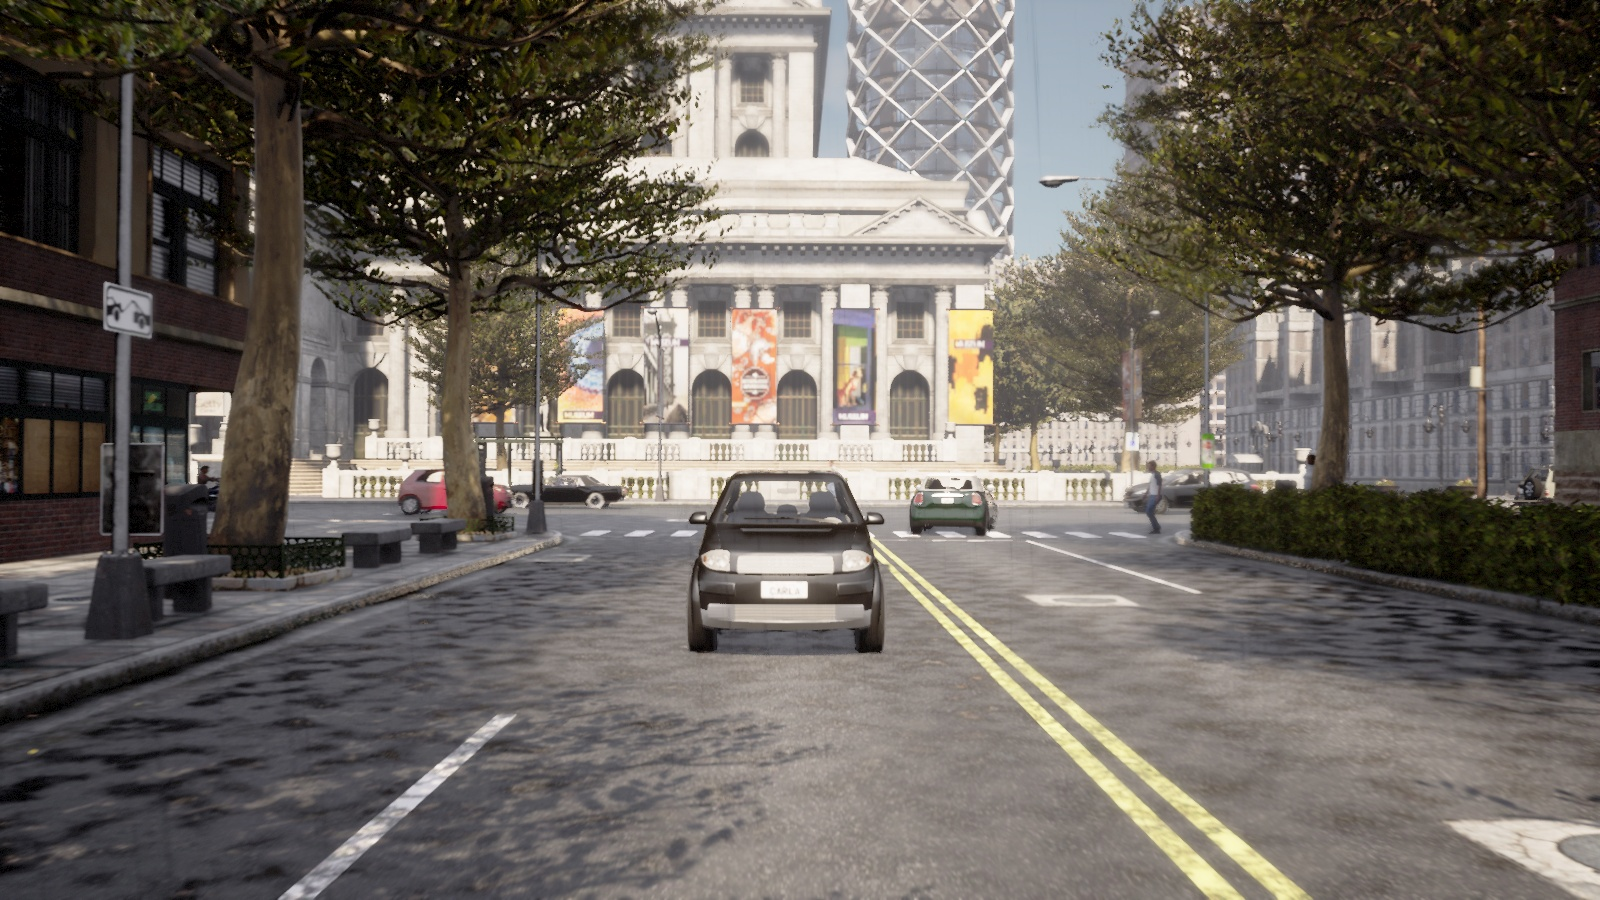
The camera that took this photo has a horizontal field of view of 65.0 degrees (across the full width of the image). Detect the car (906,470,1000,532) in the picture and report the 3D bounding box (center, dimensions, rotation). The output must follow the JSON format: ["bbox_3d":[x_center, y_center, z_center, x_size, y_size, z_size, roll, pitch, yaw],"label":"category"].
[{"bbox_3d":[3.920,1.243,31.741,1.970,1.475,3.806,0,-1,13],"label":"car"}]

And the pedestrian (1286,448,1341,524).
[{"bbox_3d":[12.755,0.891,31.221,0.900,1.855,0.874,0,-1,-14],"label":"pedestrian"}]

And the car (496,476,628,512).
[{"bbox_3d":[-9.131,1.683,48.469,4.718,1.301,1.895,0,-1,0],"label":"car"}]

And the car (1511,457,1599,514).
[{"bbox_3d":[26.354,1.153,41.509,4.605,1.855,1.932,0,-1,1],"label":"car"}]

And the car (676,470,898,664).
[{"bbox_3d":[-0.118,0.973,11.989,1.789,1.549,3.705,0,-1,0],"label":"car"}]

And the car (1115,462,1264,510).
[{"bbox_3d":[13.902,1.283,45.027,4.611,1.667,2.242,0,-1,0],"label":"car"}]

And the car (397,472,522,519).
[{"bbox_3d":[-11.187,1.498,41.467,3.633,1.501,1.845,0,-1,0],"label":"car"}]

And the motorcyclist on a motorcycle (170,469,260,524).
[{"bbox_3d":[-17.661,1.407,37.953,2.350,1.649,0.766,0,-1,0],"label":"motorcyclist on a motorcycle"}]

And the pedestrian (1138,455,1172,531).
[{"bbox_3d":[8.678,1.046,30.691,0.706,1.836,0.354,0,-1,-2],"label":"pedestrian"}]
